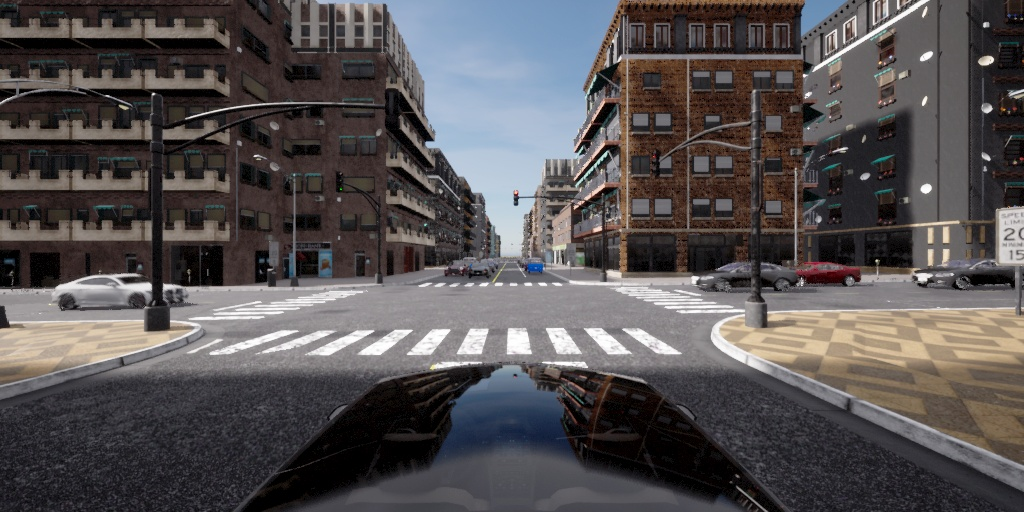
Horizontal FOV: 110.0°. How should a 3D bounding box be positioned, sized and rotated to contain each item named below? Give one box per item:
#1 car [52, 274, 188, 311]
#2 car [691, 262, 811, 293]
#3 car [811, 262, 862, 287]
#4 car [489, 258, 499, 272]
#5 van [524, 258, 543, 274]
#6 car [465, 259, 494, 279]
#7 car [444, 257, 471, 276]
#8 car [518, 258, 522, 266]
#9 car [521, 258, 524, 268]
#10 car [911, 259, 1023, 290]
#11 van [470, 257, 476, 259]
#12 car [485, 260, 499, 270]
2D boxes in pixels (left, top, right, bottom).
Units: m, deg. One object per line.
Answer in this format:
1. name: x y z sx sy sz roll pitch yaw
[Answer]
1. car: -16.747 1.492 15.412 4.674 1.442 1.812 -1 0 0
2. car: 11.865 1.060 18.445 4.902 1.511 2.128 -1 0 2
3. car: 17.550 1.033 20.827 4.507 1.381 1.888 0 0 0
4. car: -2.960 1.287 43.553 2.033 1.411 5.357 0 0 0
5. van: 2.592 1.081 40.870 1.690 1.789 3.998 0 0 0
6. car: -2.929 1.248 33.180 1.837 1.490 4.892 0 0 0
7. car: -5.534 1.182 35.889 1.967 1.591 4.097 0 0 0
8. car: 2.419 1.300 58.236 1.948 1.339 4.313 0 0 0
9. car: 2.541 1.283 47.074 1.888 1.381 4.507 0 0 0
10. car: 23.497 0.899 18.378 4.902 1.511 2.128 -1 0 0
11. van: -5.528 1.079 47.053 1.690 1.789 3.998 0 0 0
12. car: -2.971 1.337 53.558 1.895 1.301 4.718 0 0 0
